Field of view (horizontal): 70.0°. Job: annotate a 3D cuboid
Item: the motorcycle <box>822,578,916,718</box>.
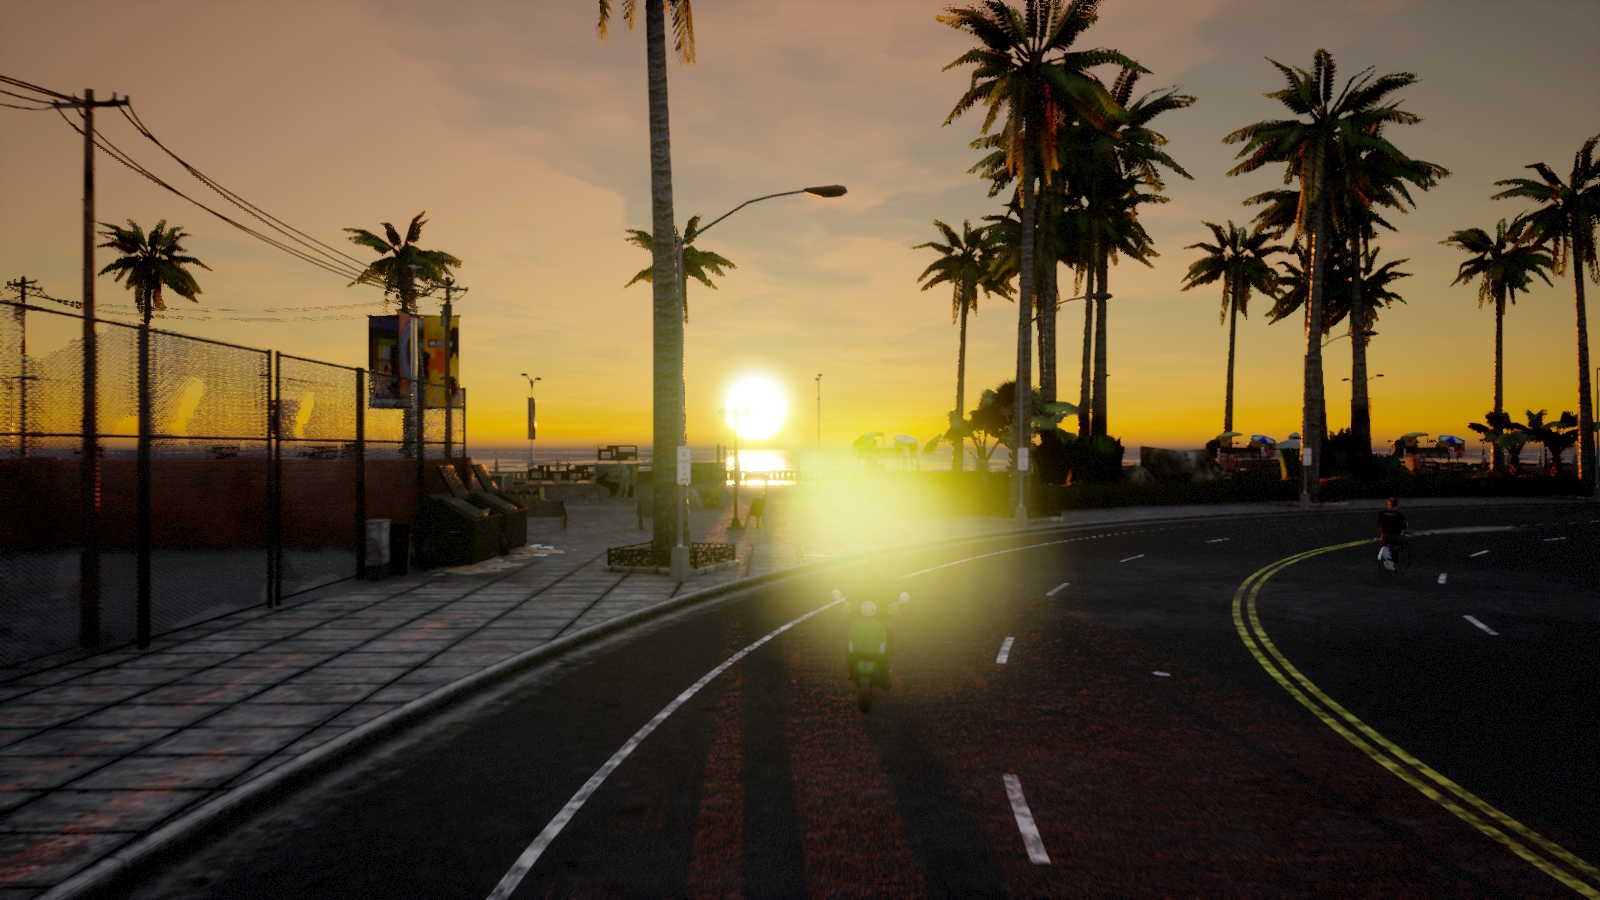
[{"bbox_3d":[0.812,2.175,12.880,0.856,1.236,1.805,0,0,10],"label":"motorcycle"}]
